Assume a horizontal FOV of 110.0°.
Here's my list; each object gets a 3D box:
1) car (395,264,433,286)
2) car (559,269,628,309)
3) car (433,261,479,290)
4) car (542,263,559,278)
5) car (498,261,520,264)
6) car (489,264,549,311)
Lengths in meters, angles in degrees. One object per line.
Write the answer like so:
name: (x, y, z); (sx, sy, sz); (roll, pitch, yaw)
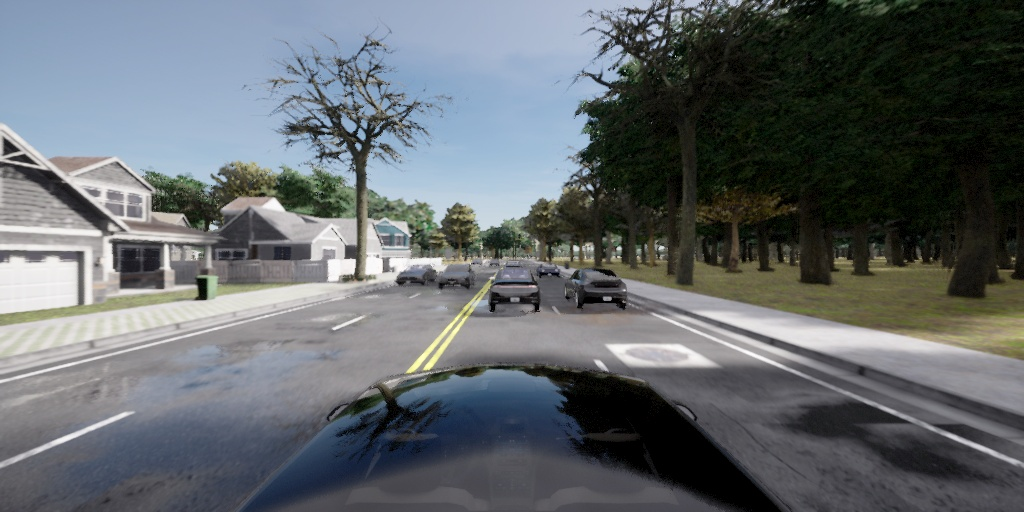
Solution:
car: (-6.610, 1.299, 25.463); (2.033, 1.411, 5.357); (0, 0, 0)
car: (3.348, 1.256, 15.009); (1.837, 1.490, 4.892); (0, 0, 0)
car: (-3.355, 1.258, 22.456); (1.837, 1.490, 4.892); (0, -1, 0)
car: (3.342, 1.351, 34.034); (1.895, 1.301, 4.718); (0, 0, 0)
car: (0.092, 1.242, 33.661); (2.128, 1.511, 4.902); (0, 0, 0)
car: (0.098, 1.243, 14.373); (2.128, 1.511, 4.902); (0, 0, 0)
